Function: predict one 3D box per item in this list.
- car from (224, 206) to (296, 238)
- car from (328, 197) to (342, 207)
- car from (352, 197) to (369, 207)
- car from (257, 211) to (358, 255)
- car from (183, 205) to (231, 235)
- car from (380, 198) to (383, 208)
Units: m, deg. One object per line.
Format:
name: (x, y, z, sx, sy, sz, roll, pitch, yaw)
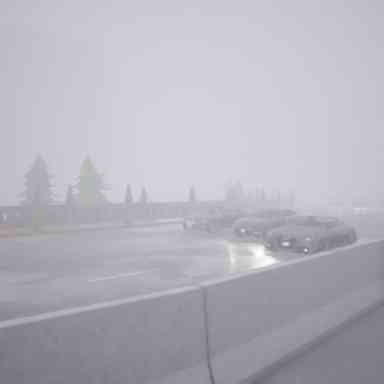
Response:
car: (4.047, 1.540, 16.952, 1.837, 1.490, 4.892, 0, 0, 45)
car: (23.482, 1.611, 54.709, 1.812, 1.442, 4.674, 0, 0, 19)
car: (26.152, 1.562, 51.684, 2.128, 1.511, 4.902, 0, 0, 20)
car: (4.662, 1.587, 12.741, 4.181, 1.385, 1.994, 0, 0, -43)
car: (1.590, 1.540, 19.442, 2.128, 1.511, 4.902, 0, 0, 45)
car: (28.676, 1.559, 48.432, 1.837, 1.490, 4.892, 0, 0, 21)
